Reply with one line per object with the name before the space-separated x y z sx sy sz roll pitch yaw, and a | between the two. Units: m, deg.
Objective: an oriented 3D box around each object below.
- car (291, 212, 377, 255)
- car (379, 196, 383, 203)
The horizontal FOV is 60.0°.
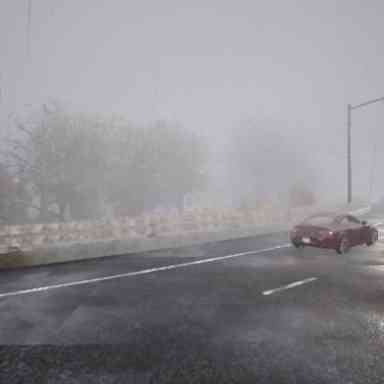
car | 5.737 1.526 13.291 4.674 1.442 1.812 0 0 -42
car | 35.616 1.346 60.611 1.812 1.442 4.674 0 0 15
